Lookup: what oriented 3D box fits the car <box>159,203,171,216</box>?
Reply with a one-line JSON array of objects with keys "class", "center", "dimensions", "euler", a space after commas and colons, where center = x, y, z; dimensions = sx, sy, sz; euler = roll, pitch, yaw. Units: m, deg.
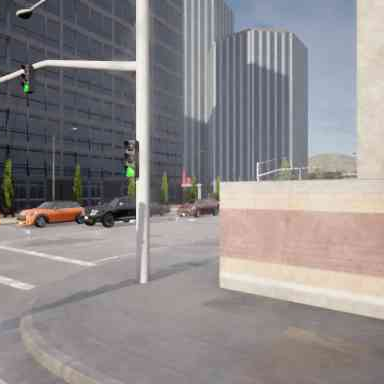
[{"class": "car", "center": [-4.183, 1.618, 30.877], "dimensions": [2.033, 1.411, 5.357], "euler": [0, 0, 36]}]

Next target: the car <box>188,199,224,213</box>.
[{"class": "car", "center": [1.745, 1.575, 39.106], "dimensions": [1.837, 1.490, 4.892], "euler": [0, 0, 36]}]

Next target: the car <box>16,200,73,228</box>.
[{"class": "car", "center": [-9.711, 1.423, 23.184], "dimensions": [2.097, 1.767, 4.553], "euler": [0, 0, 36]}]

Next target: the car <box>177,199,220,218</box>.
[{"class": "car", "center": [0.576, 1.420, 31.497], "dimensions": [2.097, 1.767, 4.553], "euler": [0, 0, 36]}]

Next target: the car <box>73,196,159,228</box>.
[{"class": "car", "center": [-5.155, 1.290, 23.529], "dimensions": [2.150, 2.045, 5.566], "euler": [0, 0, 36]}]
